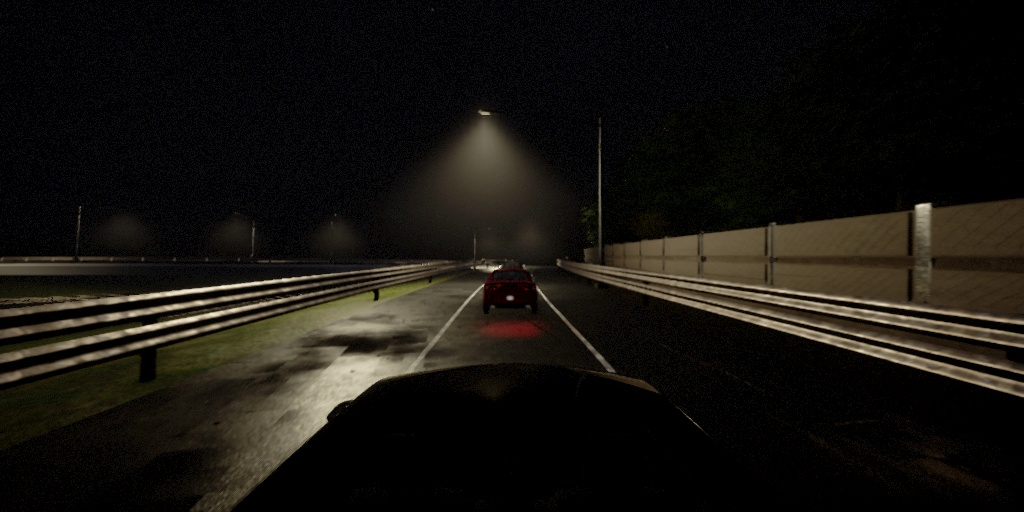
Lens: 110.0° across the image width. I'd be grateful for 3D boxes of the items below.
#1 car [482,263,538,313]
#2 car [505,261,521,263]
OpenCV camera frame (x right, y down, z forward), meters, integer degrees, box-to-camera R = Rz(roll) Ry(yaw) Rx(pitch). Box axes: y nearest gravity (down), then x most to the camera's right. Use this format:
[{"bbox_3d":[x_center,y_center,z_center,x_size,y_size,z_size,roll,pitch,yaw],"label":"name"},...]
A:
[{"bbox_3d":[-0.074,1.199,13.929,1.882,1.535,5.008,0,0,0],"label":"car"},{"bbox_3d":[0.098,1.153,30.395,1.882,1.535,5.008,0,0,2],"label":"car"}]
